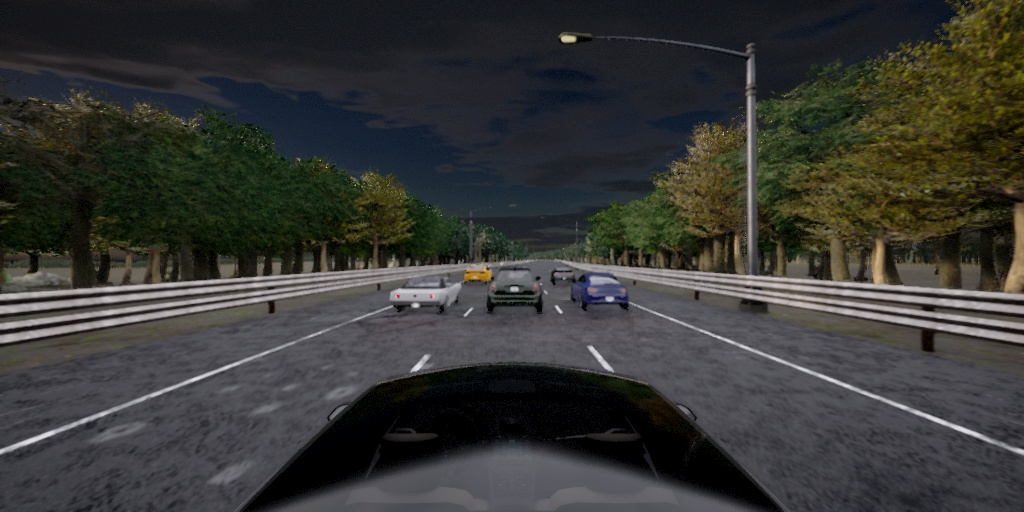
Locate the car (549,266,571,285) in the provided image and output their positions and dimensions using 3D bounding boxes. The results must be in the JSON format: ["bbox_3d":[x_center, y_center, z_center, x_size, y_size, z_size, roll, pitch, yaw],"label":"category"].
[{"bbox_3d":[4.141,1.550,29.862,2.128,1.511,4.902,0,0,3],"label":"car"}]

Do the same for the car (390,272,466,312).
[{"bbox_3d":[-3.354,1.495,14.945,1.895,1.301,4.718,0,-1,2],"label":"car"}]

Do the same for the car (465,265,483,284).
[{"bbox_3d":[-2.811,1.545,30.884,1.882,1.535,5.008,0,0,3],"label":"car"}]

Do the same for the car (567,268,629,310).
[{"bbox_3d":[3.668,1.425,15.473,1.812,1.442,4.674,0,0,2],"label":"car"}]

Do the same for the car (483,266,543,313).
[{"bbox_3d":[0.154,1.246,15.055,2.097,1.767,4.553,0,-1,2],"label":"car"}]
